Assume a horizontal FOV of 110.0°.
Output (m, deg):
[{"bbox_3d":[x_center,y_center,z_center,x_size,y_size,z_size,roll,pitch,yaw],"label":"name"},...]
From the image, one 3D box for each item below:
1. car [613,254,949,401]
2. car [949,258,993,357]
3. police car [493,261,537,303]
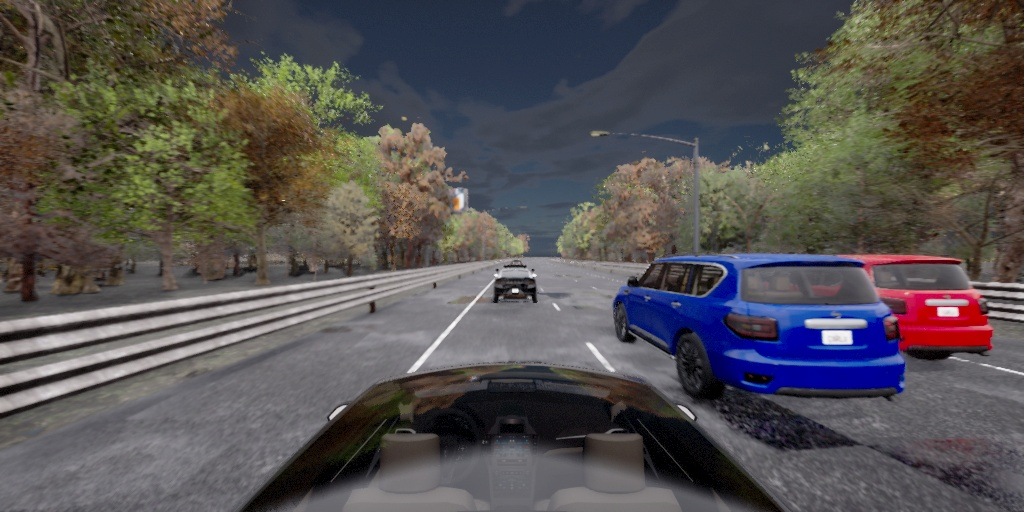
[{"bbox_3d":[3.594,0.994,6.636,2.150,2.045,5.566,0,0,0],"label":"car"},{"bbox_3d":[7.099,1.004,8.511,2.150,2.045,5.566,0,0,0],"label":"car"},{"bbox_3d":[0.155,1.235,17.366,1.930,1.638,5.238,0,0,0],"label":"police car"}]
